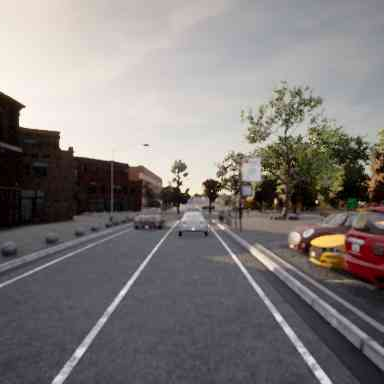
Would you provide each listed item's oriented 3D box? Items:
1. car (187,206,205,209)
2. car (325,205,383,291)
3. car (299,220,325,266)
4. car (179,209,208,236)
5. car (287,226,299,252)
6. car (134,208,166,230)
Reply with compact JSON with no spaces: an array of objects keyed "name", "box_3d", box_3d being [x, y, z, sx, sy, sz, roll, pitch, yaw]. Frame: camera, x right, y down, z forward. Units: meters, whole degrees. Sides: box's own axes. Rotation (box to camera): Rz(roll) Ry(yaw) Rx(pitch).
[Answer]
[{"name":"car","box_3d":[0.156,2.558,37.890,2.097,1.767,4.553,0,-2,1]},{"name":"car","box_3d":[6.264,1.318,7.318,5.566,2.045,2.435,0,-1,0]},{"name":"car","box_3d":[6.211,1.624,10.230,5.008,1.535,2.097,0,-1,-1]},{"name":"car","box_3d":[0.076,2.083,22.331,1.812,1.442,4.674,0,-2,0]},{"name":"car","box_3d":[6.208,1.557,13.268,4.553,1.767,2.185,0,-1,-1]},{"name":"car","box_3d":[-3.298,2.083,26.701,2.097,1.767,4.553,0,-2,0]}]
